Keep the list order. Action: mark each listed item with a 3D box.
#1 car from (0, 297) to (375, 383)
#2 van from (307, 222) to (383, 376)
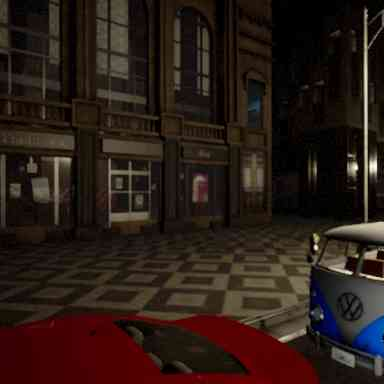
[{"bbox_3d":[-1.174,1.545,1.695,4.507,1.381,1.887,0,0,-35],"label":"car"},{"bbox_3d":[3.405,1.328,4.951,3.998,1.788,1.690,0,0,-35],"label":"van"}]
